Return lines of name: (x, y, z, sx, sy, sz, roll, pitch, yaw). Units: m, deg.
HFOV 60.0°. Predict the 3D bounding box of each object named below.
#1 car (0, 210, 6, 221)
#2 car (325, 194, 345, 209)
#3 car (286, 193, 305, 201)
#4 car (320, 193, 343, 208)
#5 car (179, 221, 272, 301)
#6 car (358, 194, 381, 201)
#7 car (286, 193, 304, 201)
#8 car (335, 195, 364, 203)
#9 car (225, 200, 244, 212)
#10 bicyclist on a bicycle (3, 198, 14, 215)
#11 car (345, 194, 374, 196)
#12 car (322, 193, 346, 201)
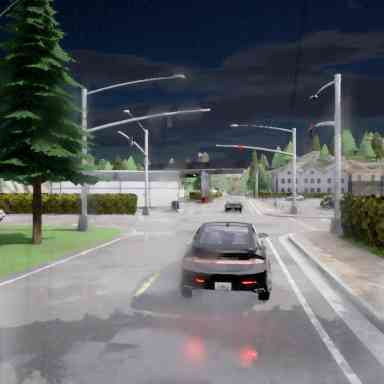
car: (-16.558, 1.526, 25.230, 4.674, 1.442, 1.812, 0, 0, 8)
car: (18.325, 1.340, 38.627, 4.514, 1.523, 2.007, 0, 0, 8)
car: (24.500, 1.077, 78.878, 3.866, 1.878, 1.905, 0, 0, 8)
car: (18.710, 1.330, 41.740, 5.027, 1.636, 2.152, 0, 0, 8)
car: (0.893, 1.492, 8.427, 2.128, 1.511, 4.902, 0, 0, 8)
car: (42.713, 1.298, 80.006, 4.514, 1.523, 2.007, 0, 0, 8)
car: (23.431, 1.361, 75.671, 3.806, 1.475, 1.970, 0, 0, 8)
car: (29.393, 1.298, 62.291, 4.514, 1.523, 2.007, 0, 0, 8)
car: (4.965, 1.601, 38.476, 1.895, 1.301, 4.718, 0, 0, 11)
bicyclist on a bicycle: (-17.932, 1.453, 32.567, 0.582, 1.620, 1.656, 0, 0, 7)
car: (14.906, 1.221, 24.829, 5.566, 2.045, 2.150, 0, 0, 7)
car: (31.833, 1.097, 74.527, 4.605, 1.855, 1.932, 0, 0, 8)
